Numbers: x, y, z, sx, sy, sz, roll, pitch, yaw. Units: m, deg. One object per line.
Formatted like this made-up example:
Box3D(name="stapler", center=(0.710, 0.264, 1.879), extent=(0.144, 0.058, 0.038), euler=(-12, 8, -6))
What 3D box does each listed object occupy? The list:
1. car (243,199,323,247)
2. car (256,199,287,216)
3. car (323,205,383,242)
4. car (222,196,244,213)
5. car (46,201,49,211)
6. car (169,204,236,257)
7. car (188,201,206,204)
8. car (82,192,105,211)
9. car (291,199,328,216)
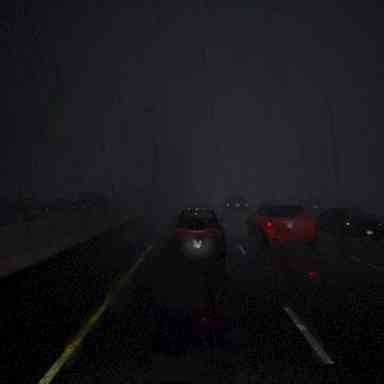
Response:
Box3D(name="car", center=(3.742, 1.263, 14.643), extent=(2.097, 1.767, 4.553), euler=(0, 0, 1))
Box3D(name="car", center=(7.434, 1.372, 31.378), extent=(1.994, 1.385, 4.181), euler=(0, 0, 1))
Box3D(name="car", center=(7.258, 1.434, 15.839), extent=(1.812, 1.442, 4.674), euler=(0, 0, 1))
Box3D(name="car", center=(3.922, 1.160, 30.520), extent=(2.097, 1.767, 4.553), euler=(0, 0, 1))
Box3D(name="car", center=(-13.728, 1.307, 34.230), extent=(2.033, 1.411, 5.357), euler=(0, 0, 1))
Box3D(name="car", center=(0.212, 1.412, 12.530), extent=(2.128, 1.511, 4.902), euler=(0, 1, 1))
Box3D(name="car", center=(0.405, 1.414, 29.049), extent=(1.895, 1.301, 4.718), euler=(0, 0, 1))
Box3D(name="car", center=(-10.228, 0.987, 34.055), extent=(2.150, 2.045, 5.566), euler=(0, 0, 1))
Box3D(name="car", center=(10.932, 1.378, 31.236), extent=(1.994, 1.385, 4.181), euler=(0, 0, 1))
